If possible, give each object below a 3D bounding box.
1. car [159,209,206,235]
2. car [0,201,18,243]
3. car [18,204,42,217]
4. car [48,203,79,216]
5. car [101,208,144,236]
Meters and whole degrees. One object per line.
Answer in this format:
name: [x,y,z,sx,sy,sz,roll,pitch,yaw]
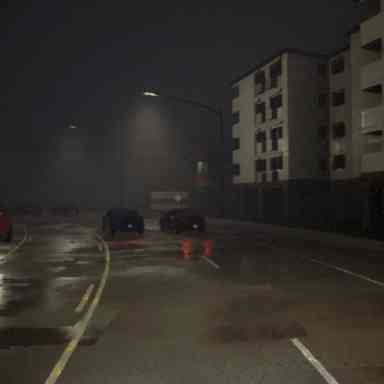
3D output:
car: [-0.661,1.759,20.721,1.812,1.442,4.674,0,-1,-22]
car: [-9.454,1.444,14.688,2.150,2.045,5.566,0,-1,-20]
car: [-19.659,2.104,39.428,4.674,1.442,1.812,-1,-1,35]
car: [-15.883,2.074,40.969,4.892,1.490,1.837,0,-1,39]
car: [-4.342,1.735,20.469,1.882,1.535,5.008,0,-1,-23]
